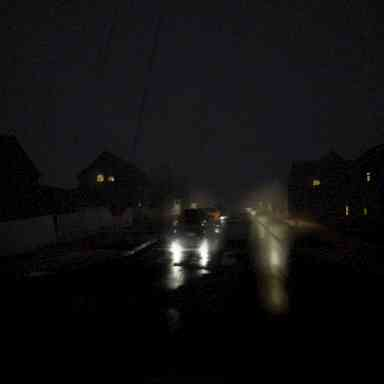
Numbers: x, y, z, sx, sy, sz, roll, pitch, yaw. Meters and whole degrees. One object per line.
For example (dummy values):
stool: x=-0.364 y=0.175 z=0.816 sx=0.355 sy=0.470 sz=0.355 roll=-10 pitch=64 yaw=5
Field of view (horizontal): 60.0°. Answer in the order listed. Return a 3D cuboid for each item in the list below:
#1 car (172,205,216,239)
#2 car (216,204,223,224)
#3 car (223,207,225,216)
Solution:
car: x=0.142 y=1.793 z=20.369 sx=2.097 sy=1.767 sz=4.553 roll=-1 pitch=-1 yaw=7
car: x=1.659 y=2.154 z=31.869 sx=1.882 sy=1.535 sz=5.008 roll=-1 pitch=-1 yaw=7
car: x=3.400 y=2.438 z=45.005 sx=1.882 sy=1.535 sz=5.008 roll=-1 pitch=-1 yaw=8
